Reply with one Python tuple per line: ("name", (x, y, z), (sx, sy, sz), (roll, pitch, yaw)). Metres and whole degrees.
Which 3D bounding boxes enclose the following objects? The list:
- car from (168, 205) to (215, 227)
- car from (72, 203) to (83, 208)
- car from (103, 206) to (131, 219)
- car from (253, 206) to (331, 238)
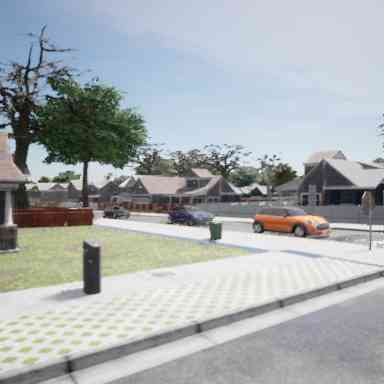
("car", (-0.112, 1.927, 27.824), (2.097, 1.767, 4.553), (0, -1, -36))
("car", (-19.407, 2.748, 57.312), (2.097, 1.767, 4.553), (0, -1, -41))
("car", (-9.047, 2.451, 39.774), (1.837, 1.490, 4.892), (0, -2, -37))
("car", (5.799, 1.663, 19.710), (2.097, 1.767, 4.553), (0, -1, -36))
